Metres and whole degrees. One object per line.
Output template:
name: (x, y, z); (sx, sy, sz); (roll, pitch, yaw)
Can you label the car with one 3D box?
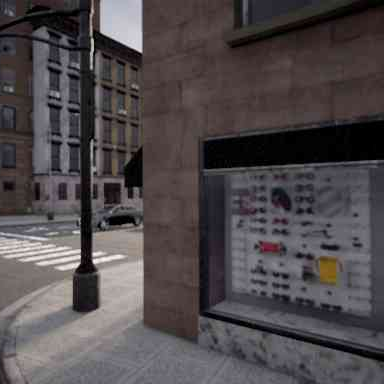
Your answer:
car: (-4.987, 1.522, 21.098); (2.128, 1.511, 4.902); (0, -1, 34)
